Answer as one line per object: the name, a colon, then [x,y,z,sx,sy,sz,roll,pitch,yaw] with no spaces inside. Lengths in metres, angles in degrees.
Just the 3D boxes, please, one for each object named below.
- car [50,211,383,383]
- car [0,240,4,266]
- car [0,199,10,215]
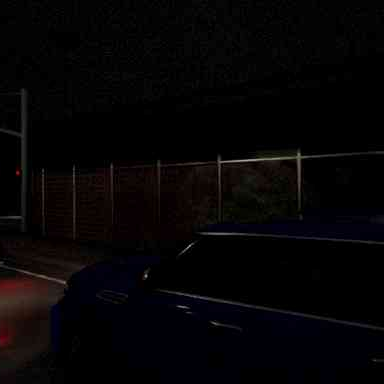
car: [0.935,1.221,3.323,5.566,2.045,2.150,0,0,35]
car: [-7.080,1.492,9.039,4.902,1.511,2.128,0,0,33]
car: [-20.181,1.407,31.902,2.097,1.767,4.553,0,0,37]
